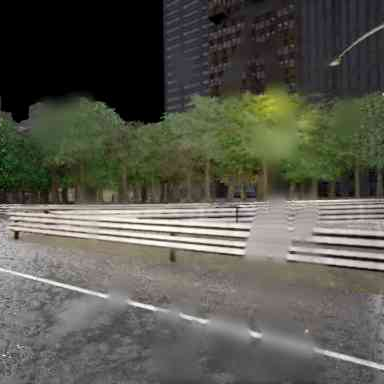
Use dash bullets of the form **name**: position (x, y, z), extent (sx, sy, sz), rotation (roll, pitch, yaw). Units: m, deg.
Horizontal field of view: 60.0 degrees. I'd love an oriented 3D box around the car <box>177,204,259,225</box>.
- **car**: position (1.669, 1.489, 21.395), extent (5.357, 1.411, 2.033), rotation (-2, -1, 8)
